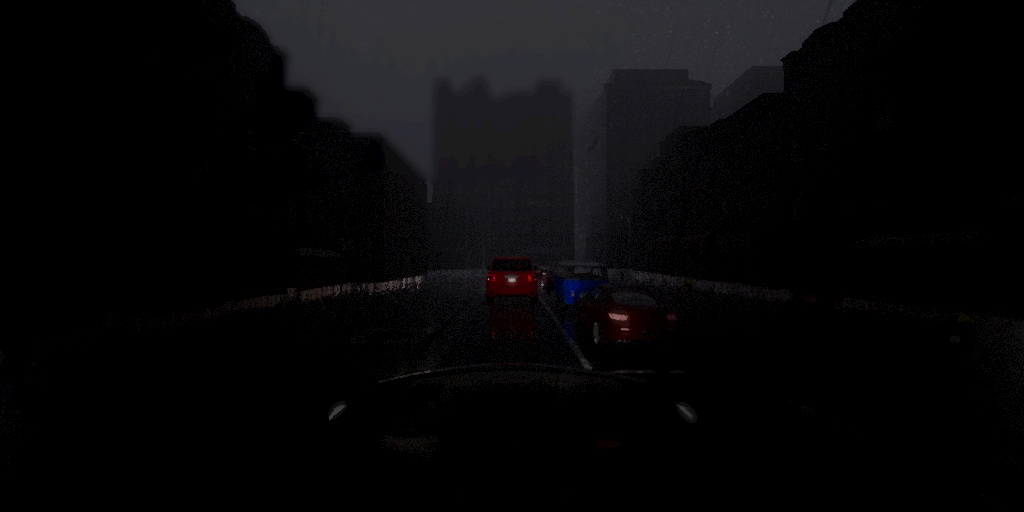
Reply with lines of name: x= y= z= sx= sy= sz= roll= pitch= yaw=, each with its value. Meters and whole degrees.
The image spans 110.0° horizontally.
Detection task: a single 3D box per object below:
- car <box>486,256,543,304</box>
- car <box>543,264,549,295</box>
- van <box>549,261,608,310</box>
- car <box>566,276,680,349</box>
car: x=0.001 y=1.027 z=16.536 sx=2.150 sy=2.045 sz=5.566 roll=0 pitch=0 yaw=0
car: x=2.640 y=1.320 z=19.819 sx=1.888 sy=1.381 sz=4.507 roll=0 pitch=0 yaw=0
van: x=2.640 y=1.104 z=14.382 sx=1.690 sy=1.789 sz=3.998 roll=0 pitch=0 yaw=0
car: x=2.640 y=1.337 z=8.944 sx=1.802 sy=1.307 sz=4.207 roll=0 pitch=0 yaw=0
